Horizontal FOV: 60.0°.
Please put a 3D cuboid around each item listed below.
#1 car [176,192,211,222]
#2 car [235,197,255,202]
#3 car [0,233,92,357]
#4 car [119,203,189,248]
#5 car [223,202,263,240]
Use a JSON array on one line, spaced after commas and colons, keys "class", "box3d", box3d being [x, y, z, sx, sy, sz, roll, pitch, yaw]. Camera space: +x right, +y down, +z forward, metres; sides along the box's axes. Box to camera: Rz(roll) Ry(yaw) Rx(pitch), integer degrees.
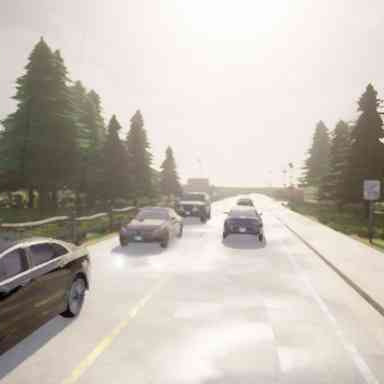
[{"class": "car", "box3d": [0.169, 1.039, 24.844, 2.150, 2.045, 5.566, 1, 0, 9]}, {"class": "car", "box3d": [5.914, 1.310, 37.101, 1.837, 1.490, 4.892, 1, 1, 10]}, {"class": "car", "box3d": [-3.055, 1.411, 4.539, 2.128, 1.511, 4.902, 1, 0, 7]}, {"class": "car", "box3d": [-1.569, 1.395, 14.321, 1.812, 1.442, 4.674, 1, 0, 9]}, {"class": "car", "box3d": [2.544, 1.440, 16.544, 1.812, 1.442, 4.674, 1, 0, 9]}]
